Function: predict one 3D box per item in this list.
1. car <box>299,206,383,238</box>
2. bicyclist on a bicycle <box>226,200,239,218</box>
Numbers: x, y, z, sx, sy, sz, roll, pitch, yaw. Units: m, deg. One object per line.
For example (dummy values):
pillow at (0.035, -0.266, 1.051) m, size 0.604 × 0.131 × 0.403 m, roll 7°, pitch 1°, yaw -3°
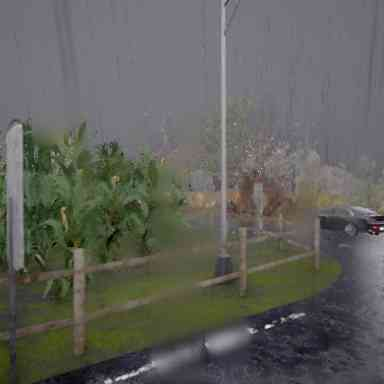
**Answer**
car at (7.985, 1.513, 18.001) m, size 1.837 × 1.490 × 4.892 m, roll 2°, pitch -1°, yaw -26°
bicyclist on a bicycle at (3.637, 1.535, 29.852) m, size 1.656 × 1.620 × 0.582 m, roll -1°, pitch 0°, yaw -35°
